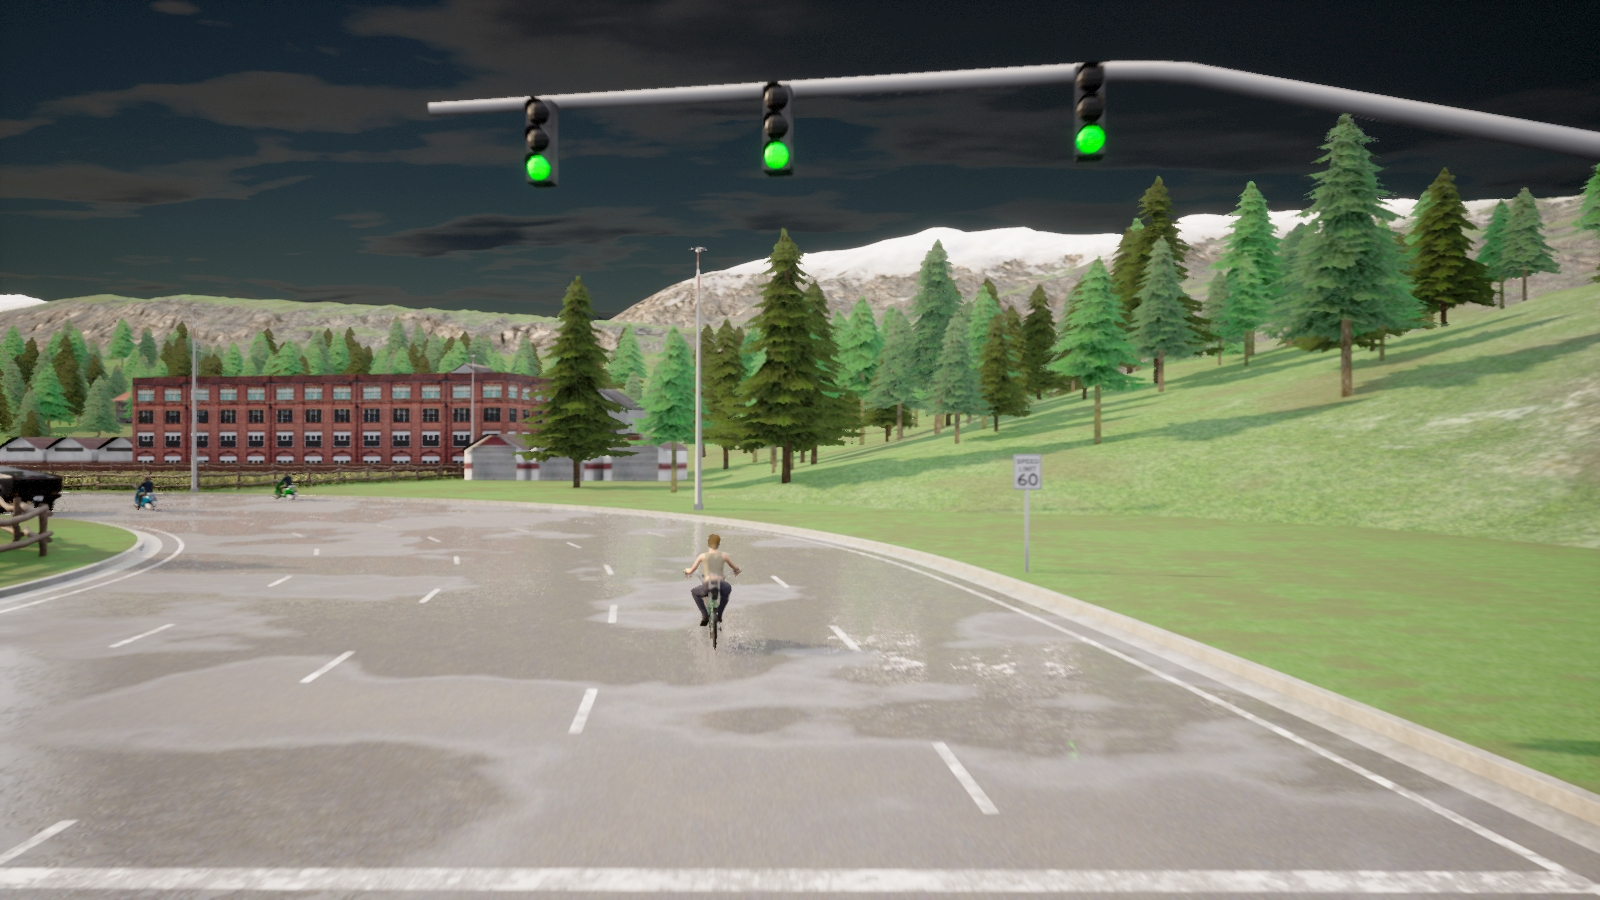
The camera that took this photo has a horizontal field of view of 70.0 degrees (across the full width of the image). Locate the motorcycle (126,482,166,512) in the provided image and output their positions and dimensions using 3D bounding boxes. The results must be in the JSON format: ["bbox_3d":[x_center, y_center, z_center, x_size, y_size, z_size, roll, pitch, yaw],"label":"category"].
[{"bbox_3d":[-30.182,2.156,52.723,1.805,1.316,0.856,0,0,33],"label":"motorcycle"}]

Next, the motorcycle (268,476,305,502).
[{"bbox_3d":[-28.580,2.156,63.541,1.805,1.316,0.856,0,3,24],"label":"motorcycle"}]

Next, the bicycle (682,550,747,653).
[{"bbox_3d":[-1.250,2.160,16.518,0.859,1.276,1.487,0,0,-7],"label":"bicycle"}]

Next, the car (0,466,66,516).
[{"bbox_3d":[-36.059,1.769,51.140,6.274,2.098,2.390,0,0,24],"label":"car"}]
